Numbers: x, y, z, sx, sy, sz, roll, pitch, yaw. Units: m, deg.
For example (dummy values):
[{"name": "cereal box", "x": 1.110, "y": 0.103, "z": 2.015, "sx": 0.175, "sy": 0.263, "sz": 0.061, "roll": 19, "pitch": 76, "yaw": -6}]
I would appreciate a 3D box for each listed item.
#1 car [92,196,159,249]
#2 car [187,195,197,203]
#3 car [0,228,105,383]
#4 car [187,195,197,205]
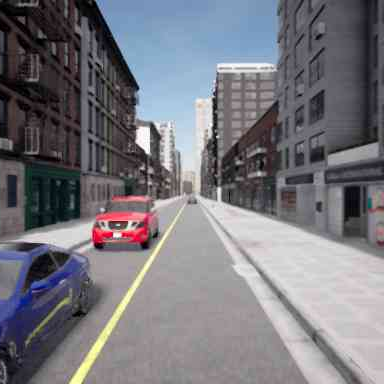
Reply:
[{"name": "car", "x": -2.744, "y": 1.234, "z": 14.996, "sx": 2.150, "sy": 2.045, "sz": 5.566, "roll": 0, "pitch": 0, "yaw": 0}, {"name": "car", "x": 0.029, "y": 1.468, "z": 74.634, "sx": 2.097, "sy": 1.767, "sz": 4.553, "roll": 0, "pitch": 0, "yaw": 0}, {"name": "car", "x": -2.834, "y": 1.533, "z": 4.786, "sx": 1.812, "sy": 1.442, "sz": 4.674, "roll": 0, "pitch": 0, "yaw": 0}, {"name": "car", "x": 0.025, "y": 1.711, "z": 64.607, "sx": 1.994, "sy": 1.385, "sz": 4.181, "roll": 0, "pitch": 0, "yaw": 0}]
